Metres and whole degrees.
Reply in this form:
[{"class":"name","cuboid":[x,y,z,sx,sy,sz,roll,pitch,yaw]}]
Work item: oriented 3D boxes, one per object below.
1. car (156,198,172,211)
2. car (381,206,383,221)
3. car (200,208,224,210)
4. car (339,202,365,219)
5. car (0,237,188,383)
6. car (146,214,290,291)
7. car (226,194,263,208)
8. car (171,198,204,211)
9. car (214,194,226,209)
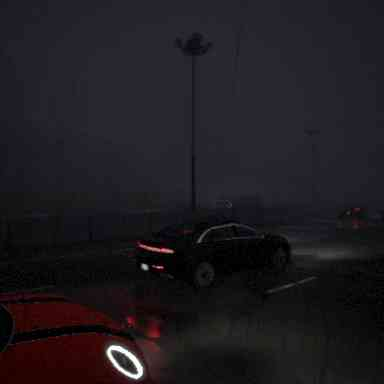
[{"class":"car","cuboid":[-2.698,1.557,42.622,1.882,1.535,5.008,0,0,30]},{"class":"car","cuboid":[16.962,1.661,27.712,1.994,1.385,4.181,0,0,33]},{"class":"car","cuboid":[0.757,1.593,13.856,4.181,1.385,1.994,0,0,-42]},{"class":"car","cuboid":[14.840,1.624,30.848,1.812,1.442,4.674,0,0,32]},{"class":"car","cuboid":[-2.518,1.351,2.236,4.553,1.767,2.097,0,0,-35]},{"class":"car","cuboid":[0.771,1.510,9.156,4.902,1.511,2.128,0,0,-40]},{"class":"car","cuboid":[6.158,1.311,36.962,2.150,2.045,5.566,0,0,31]},{"class":"car","cuboid":[-0.206,1.644,40.013,1.994,1.385,4.181,0,0,31]},{"class":"car","cuboid":[4.709,1.317,41.424,2.150,2.045,5.566,0,0,28]}]
